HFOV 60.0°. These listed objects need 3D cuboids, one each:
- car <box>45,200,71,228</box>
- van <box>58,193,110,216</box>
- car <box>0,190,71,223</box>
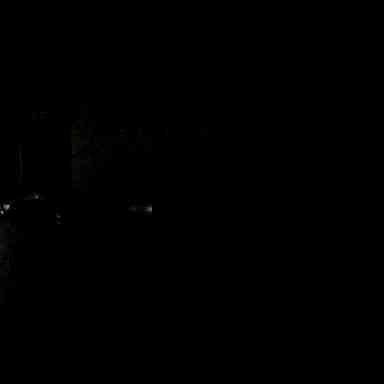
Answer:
[{"bbox_3d":[-5.579,1.335,18.926,2.008,1.369,4.403,1,1,36],"label":"car"},{"bbox_3d":[-9.137,0.990,28.512,1.690,1.788,3.998,1,1,36],"label":"van"},{"bbox_3d":[-10.071,0.911,22.868,2.150,2.045,5.566,1,1,36],"label":"car"}]
